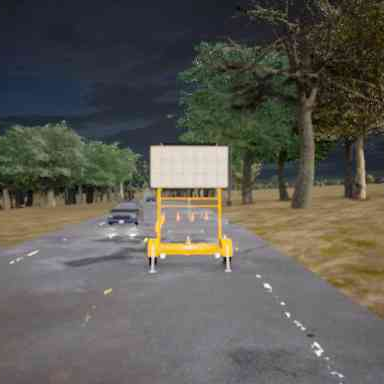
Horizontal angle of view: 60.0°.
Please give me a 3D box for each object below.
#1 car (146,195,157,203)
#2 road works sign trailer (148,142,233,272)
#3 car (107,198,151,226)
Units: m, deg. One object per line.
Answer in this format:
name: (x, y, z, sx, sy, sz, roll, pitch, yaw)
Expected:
car: (-7.655, 1.255, 62.710, 2.033, 1.411, 5.357, 0, 0, -7)
road works sign trailer: (-0.081, 0.306, 10.158, 2.380, 3.560, 2.880, 0, 1, -2)
car: (-4.107, 1.309, 21.509, 2.033, 1.411, 5.357, 0, 0, -2)
